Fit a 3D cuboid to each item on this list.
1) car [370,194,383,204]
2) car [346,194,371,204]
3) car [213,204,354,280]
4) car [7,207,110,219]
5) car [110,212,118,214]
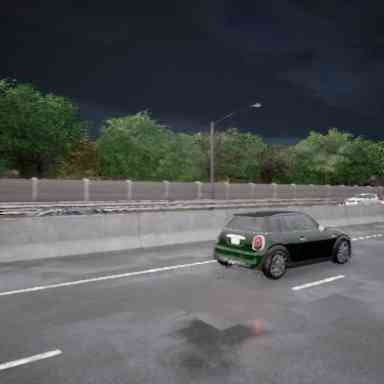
[{"bbox_3d":[26.171,1.387,44.080,4.553,1.767,2.097,0,0,-35],"label":"car"},{"bbox_3d":[24.084,1.255,46.884,5.566,2.045,2.150,0,0,-35],"label":"car"},{"bbox_3d":[2.905,1.352,10.239,4.553,1.767,2.097,0,0,-35],"label":"car"},{"bbox_3d":[-6.892,1.495,16.260,4.902,1.511,2.128,0,0,-35],"label":"car"},{"bbox_3d":[-6.741,1.603,20.659,4.718,1.301,1.895,0,0,-35],"label":"car"}]
